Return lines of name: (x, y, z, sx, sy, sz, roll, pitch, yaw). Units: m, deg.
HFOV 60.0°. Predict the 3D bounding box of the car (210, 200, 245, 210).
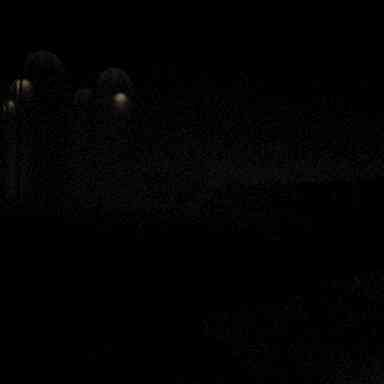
car: (4.034, 1.708, 38.646, 2.097, 1.767, 4.553, 1, -1, -36)
